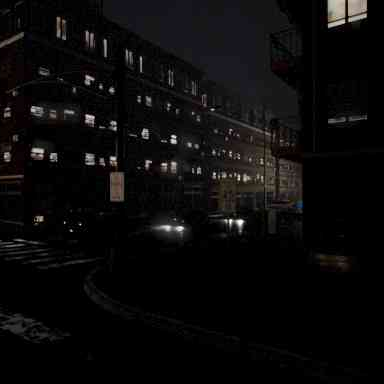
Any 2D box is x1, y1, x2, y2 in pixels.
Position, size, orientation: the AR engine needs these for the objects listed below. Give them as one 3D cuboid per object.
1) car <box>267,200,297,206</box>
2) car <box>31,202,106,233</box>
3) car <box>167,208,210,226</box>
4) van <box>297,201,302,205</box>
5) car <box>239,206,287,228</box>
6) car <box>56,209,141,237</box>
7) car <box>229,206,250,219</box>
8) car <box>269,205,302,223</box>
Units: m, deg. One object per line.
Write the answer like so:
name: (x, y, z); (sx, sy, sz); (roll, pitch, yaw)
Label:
car: (11.799, 2.055, 44.855); (2.150, 2.045, 5.566); (0, -1, 35)
car: (-7.697, 1.604, 21.603); (2.192, 1.841, 5.009); (-1, -2, 35)
car: (-0.195, 2.013, 27.793); (1.994, 1.385, 4.181); (0, -1, 34)
van: (18.357, 2.463, 58.868); (1.690, 1.788, 3.998); (-1, -2, 35)
car: (5.694, 2.048, 26.179); (1.802, 1.307, 4.206); (-2, -2, 35)
car: (-5.435, 1.884, 20.320); (1.895, 1.301, 4.718); (0, -1, 36)
car: (5.519, 2.196, 35.967); (1.994, 1.385, 4.181); (0, -1, 34)
car: (8.951, 2.121, 30.839); (2.008, 1.369, 4.403); (-2, -2, 35)
